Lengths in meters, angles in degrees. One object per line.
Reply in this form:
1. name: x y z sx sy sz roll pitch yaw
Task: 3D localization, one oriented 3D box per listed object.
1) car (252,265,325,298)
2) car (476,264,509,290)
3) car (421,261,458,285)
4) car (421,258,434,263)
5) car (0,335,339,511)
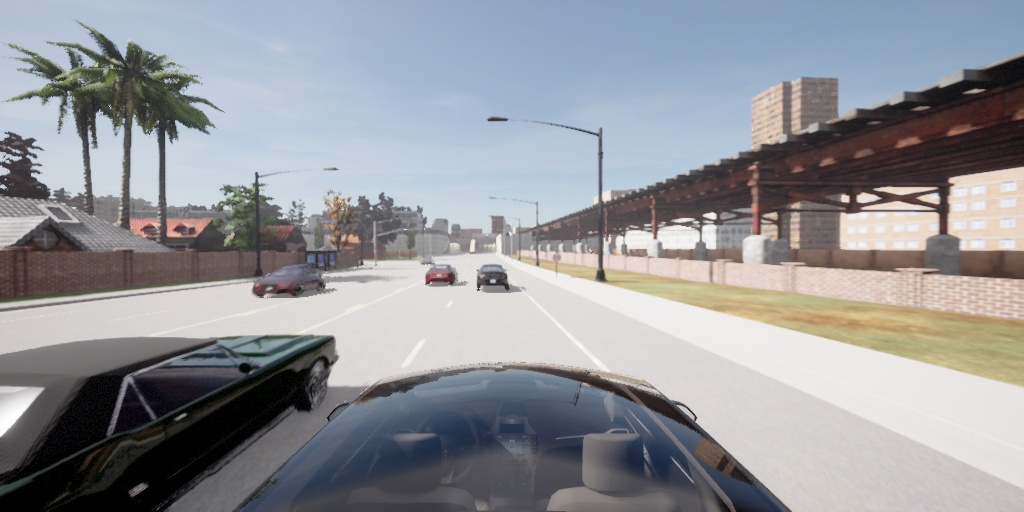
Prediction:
1. car: -11.735 1.362 19.110 1.994 1.385 4.181 -1 0 -4
2. car: -1.203 1.210 21.775 1.812 1.442 4.674 -1 0 -4
3. car: -5.017 1.271 25.921 1.994 1.385 4.181 -1 0 -4
4. car: -14.865 1.010 63.192 1.812 1.442 4.674 -1 1 -4
5. car: -3.370 1.374 3.122 1.895 1.301 4.718 0 0 -3
